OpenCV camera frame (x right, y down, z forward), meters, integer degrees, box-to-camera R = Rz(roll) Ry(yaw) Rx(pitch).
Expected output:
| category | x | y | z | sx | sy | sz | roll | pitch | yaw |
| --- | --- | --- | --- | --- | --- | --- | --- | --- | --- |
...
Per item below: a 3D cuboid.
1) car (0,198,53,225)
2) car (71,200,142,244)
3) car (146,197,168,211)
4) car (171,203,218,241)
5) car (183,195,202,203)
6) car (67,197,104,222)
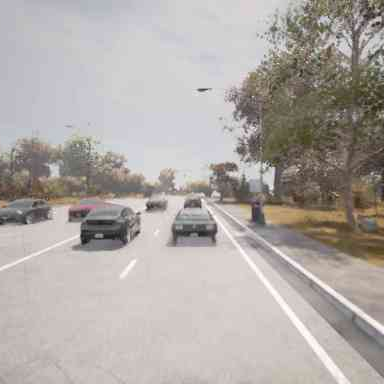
| category | x | y | z | sx | sy | sz | roll | pitch | yaw |
| --- | --- | --- | --- | --- | --- | --- | --- | --- | --- |
| car | -10.601 | 1.203 | 21.296 | 1.837 | 1.490 | 4.892 | 0 | 1 | 0 |
| car | -3.401 | 1.302 | 14.575 | 1.837 | 1.490 | 4.892 | 0 | 1 | 0 |
| car | -3.410 | 1.131 | 33.321 | 1.895 | 1.301 | 4.718 | 0 | 1 | 0 |
| car | 0.096 | 1.385 | 15.304 | 1.895 | 1.301 | 4.718 | 0 | 1 | 0 |
| car | 0.081 | 1.028 | 35.310 | 1.812 | 1.442 | 4.674 | 0 | 1 | 0 |
| car | -7.100 | 1.148 | 23.375 | 1.882 | 1.535 | 5.008 | 0 | 1 | 0 |
